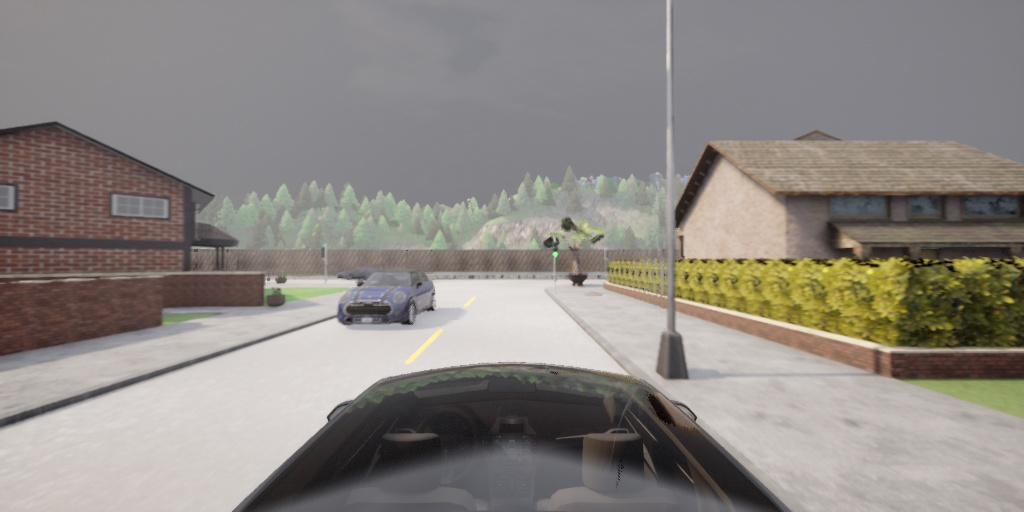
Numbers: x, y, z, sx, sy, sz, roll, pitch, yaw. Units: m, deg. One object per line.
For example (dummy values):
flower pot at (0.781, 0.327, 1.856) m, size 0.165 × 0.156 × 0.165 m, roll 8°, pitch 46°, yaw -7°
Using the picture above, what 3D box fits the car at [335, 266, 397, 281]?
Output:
car at (-14.403, 1.712, 35.638) m, size 5.357 × 1.411 × 2.033 m, roll 0°, pitch -1°, yaw -2°

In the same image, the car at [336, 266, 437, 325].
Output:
car at (-4.035, 1.231, 12.292) m, size 2.097 × 1.767 × 4.553 m, roll 0°, pitch -1°, yaw 1°
